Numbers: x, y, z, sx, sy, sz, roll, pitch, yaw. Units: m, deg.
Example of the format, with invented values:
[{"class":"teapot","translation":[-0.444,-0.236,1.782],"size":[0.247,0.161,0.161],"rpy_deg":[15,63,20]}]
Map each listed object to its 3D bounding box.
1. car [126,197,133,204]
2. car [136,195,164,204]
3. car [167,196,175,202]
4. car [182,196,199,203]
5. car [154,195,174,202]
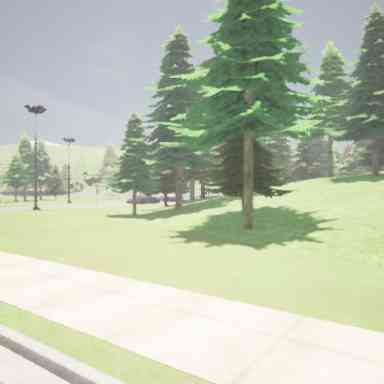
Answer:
[{"class":"car","translation":[-10.090,1.507,61.256],"size":[1.994,1.385,4.181],"rpy_deg":[0,0,37]},{"class":"car","translation":[-7.334,1.451,59.045],"size":[1.837,1.490,4.892],"rpy_deg":[0,0,37]},{"class":"car","translation":[-3.053,1.486,70.907],"size":[1.994,1.385,4.181],"rpy_deg":[0,0,36]},{"class":"car","translation":[-0.472,1.471,68.507],"size":[1.812,1.442,4.674],"rpy_deg":[0,0,36]},{"class":"car","translation":[-6.125,1.453,72.635],"size":[1.812,1.442,4.674],"rpy_deg":[0,0,36]}]
